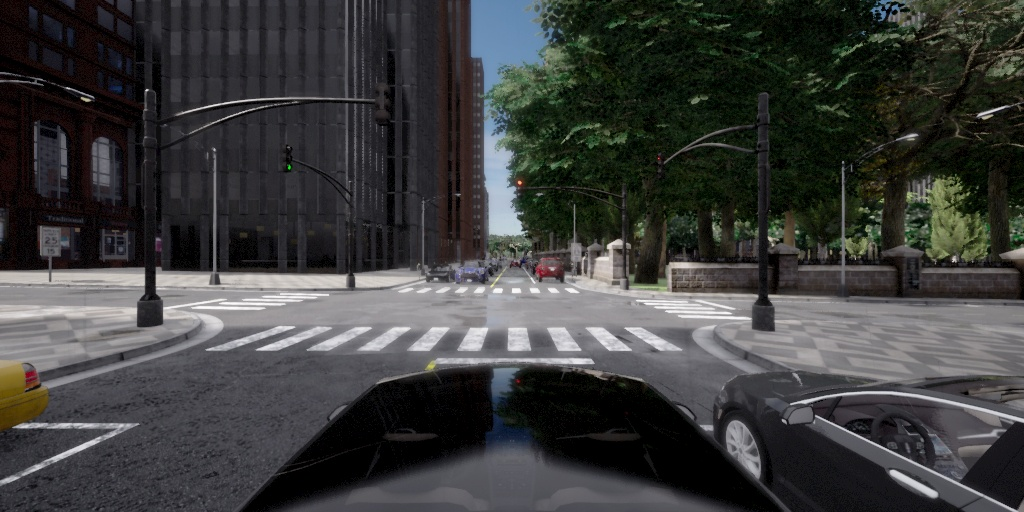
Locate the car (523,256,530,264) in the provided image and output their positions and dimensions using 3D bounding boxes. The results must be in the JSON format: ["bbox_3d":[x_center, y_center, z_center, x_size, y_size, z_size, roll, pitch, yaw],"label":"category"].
[{"bbox_3d":[3.186,1.230,55.670,1.967,1.591,4.097,0,0,0],"label":"car"}]

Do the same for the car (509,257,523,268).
[{"bbox_3d":[0.554,1.322,61.261,1.812,1.442,4.674,0,0,0],"label":"car"}]

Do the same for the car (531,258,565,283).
[{"bbox_3d":[2.971,1.075,28.389,2.192,1.841,5.009,0,0,0],"label":"car"}]

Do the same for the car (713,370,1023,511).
[{"bbox_3d":[2.760,1.300,1.725,2.007,1.370,4.403,0,0,0],"label":"car"}]

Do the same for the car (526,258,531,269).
[{"bbox_3d":[3.100,1.328,44.757,2.007,1.370,4.403,0,0,0],"label":"car"}]

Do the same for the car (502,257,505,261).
[{"bbox_3d":[-2.618,1.355,57.527,1.994,1.385,4.181,0,0,1],"label":"car"}]

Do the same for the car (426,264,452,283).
[{"bbox_3d":[-5.554,1.326,28.447,1.948,1.339,4.313,0,0,0],"label":"car"}]

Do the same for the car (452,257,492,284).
[{"bbox_3d":[-2.904,1.111,26.850,2.097,1.767,4.553,0,0,0],"label":"car"}]

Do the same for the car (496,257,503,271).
[{"bbox_3d":[-2.735,1.272,47.334,2.128,1.511,4.902,0,0,0],"label":"car"}]

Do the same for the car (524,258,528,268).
[{"bbox_3d":[3.143,1.334,50.214,2.007,1.370,4.403,0,0,0],"label":"car"}]

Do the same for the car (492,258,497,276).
[{"bbox_3d":[-2.824,1.274,36.984,1.837,1.490,4.892,0,0,1],"label":"car"}]

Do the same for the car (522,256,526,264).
[{"bbox_3d":[3.229,1.236,61.126,1.967,1.591,4.097,0,0,0],"label":"car"}]

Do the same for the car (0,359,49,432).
[{"bbox_3d":[-5.766,1.275,1.613,1.751,1.417,4.829,0,0,0],"label":"car"}]

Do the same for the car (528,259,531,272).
[{"bbox_3d":[3.057,1.337,39.301,1.948,1.339,4.313,0,0,0],"label":"car"}]
